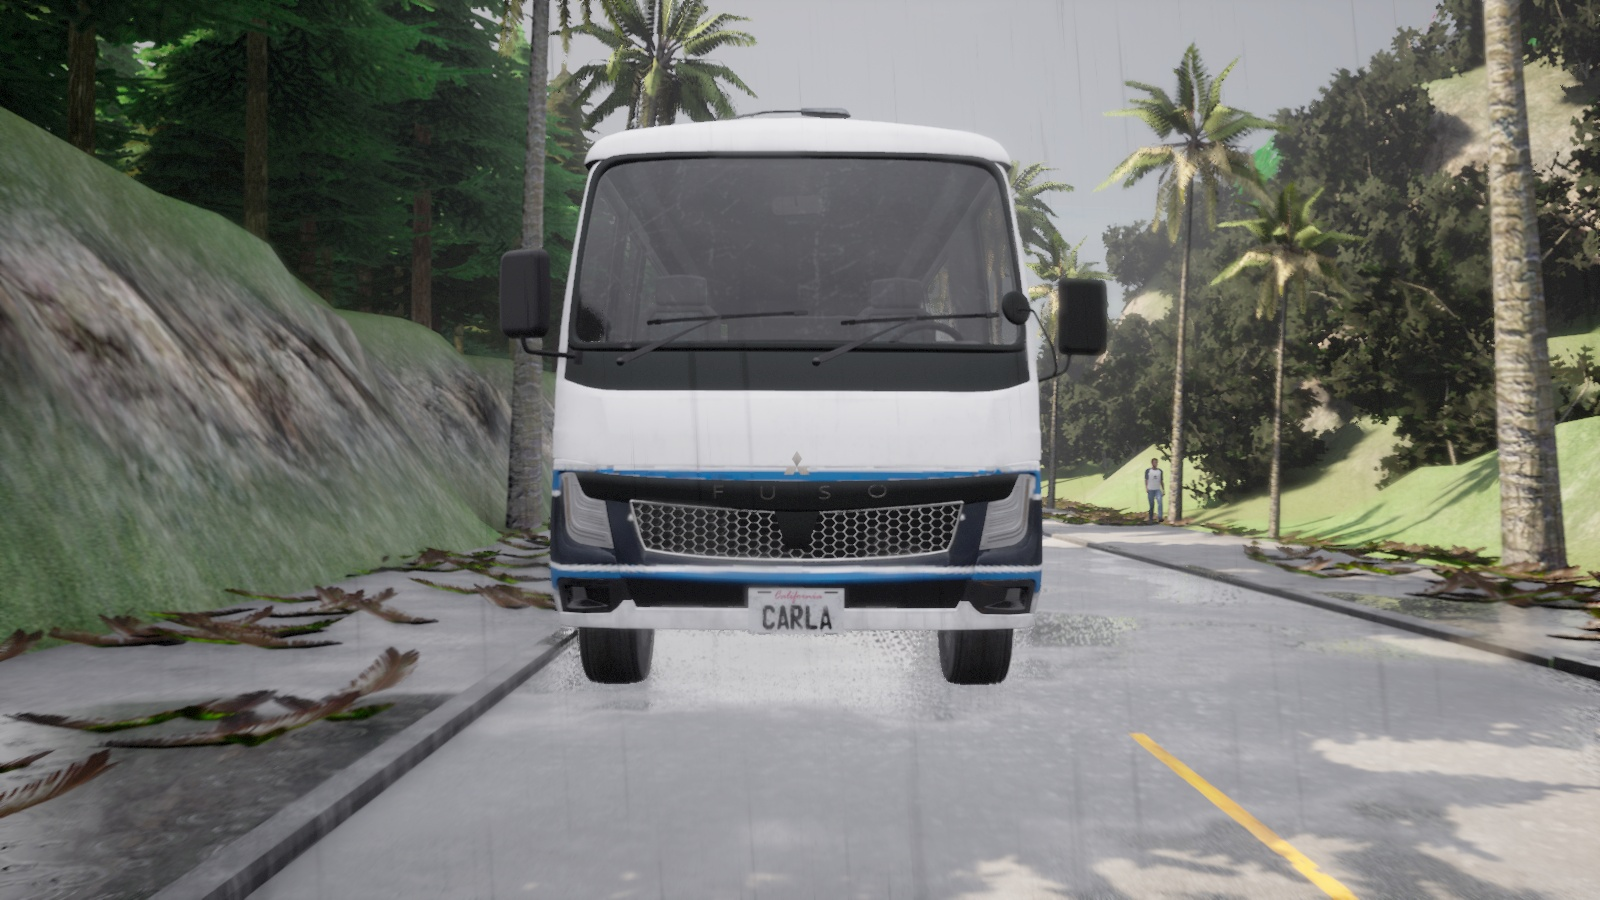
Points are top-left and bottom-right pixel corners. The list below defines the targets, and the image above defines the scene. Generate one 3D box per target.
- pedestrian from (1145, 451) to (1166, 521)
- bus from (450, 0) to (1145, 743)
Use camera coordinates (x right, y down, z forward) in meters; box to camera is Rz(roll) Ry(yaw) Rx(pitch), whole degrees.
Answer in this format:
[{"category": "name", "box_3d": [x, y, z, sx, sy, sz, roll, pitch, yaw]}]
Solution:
[{"category": "pedestrian", "box_3d": [9.419, 0.951, 33.273, 0.354, 1.836, 0.706, 0, -1, 0]}, {"category": "bus", "box_3d": [-0.031, -0.356, 12.309, 3.944, 4.253, 10.273, 0, -1, 0]}]
